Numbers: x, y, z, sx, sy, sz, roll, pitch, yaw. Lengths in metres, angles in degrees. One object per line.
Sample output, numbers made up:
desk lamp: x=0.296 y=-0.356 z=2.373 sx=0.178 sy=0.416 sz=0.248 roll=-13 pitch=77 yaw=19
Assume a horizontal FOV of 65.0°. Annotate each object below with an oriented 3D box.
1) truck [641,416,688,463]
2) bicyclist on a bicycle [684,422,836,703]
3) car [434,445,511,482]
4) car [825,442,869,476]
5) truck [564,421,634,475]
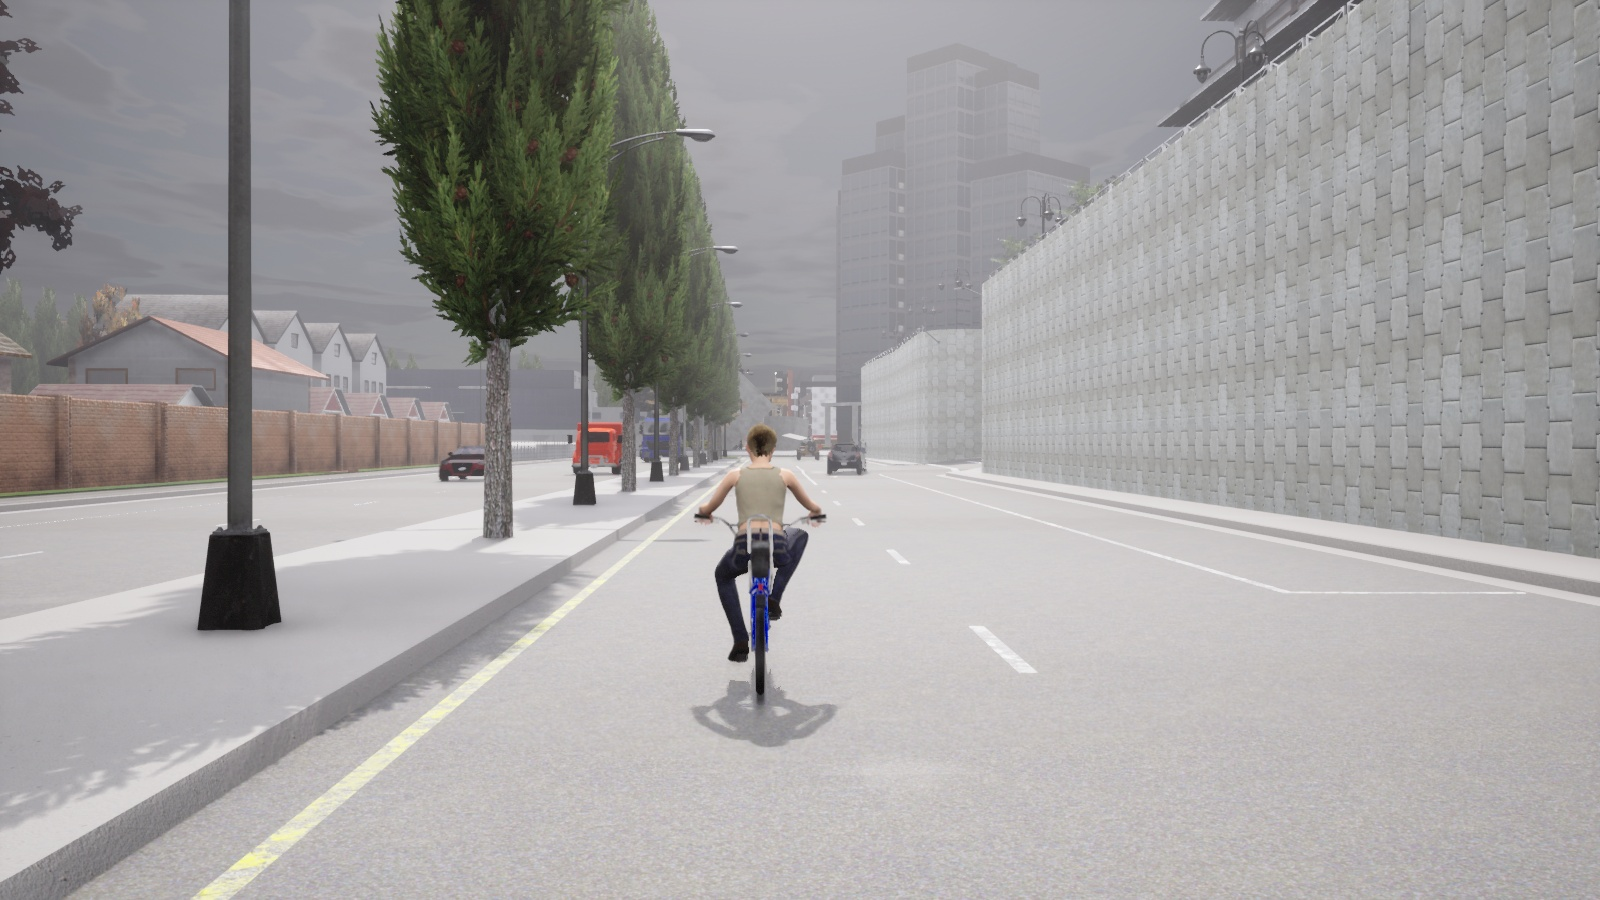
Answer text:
truck: x=-10.475 y=-0.808 z=97.539 sx=2.891 sy=3.462 sz=7.936 roll=0 pitch=0 yaw=-1
bicyclist on a bicycle: x=-0.253 y=0.643 z=7.973 sx=0.866 sy=1.612 sz=1.509 roll=0 pitch=0 yaw=-2
car: x=-12.790 y=0.499 z=49.250 sx=1.994 sy=1.385 sz=4.181 roll=0 pitch=0 yaw=-1
car: x=2.325 y=0.395 z=61.339 sx=1.845 sy=1.501 sz=3.633 roll=0 pitch=2 yaw=7
truck: x=-9.557 y=-0.102 z=60.240 sx=2.627 sy=2.467 sz=5.204 roll=0 pitch=0 yaw=-1
